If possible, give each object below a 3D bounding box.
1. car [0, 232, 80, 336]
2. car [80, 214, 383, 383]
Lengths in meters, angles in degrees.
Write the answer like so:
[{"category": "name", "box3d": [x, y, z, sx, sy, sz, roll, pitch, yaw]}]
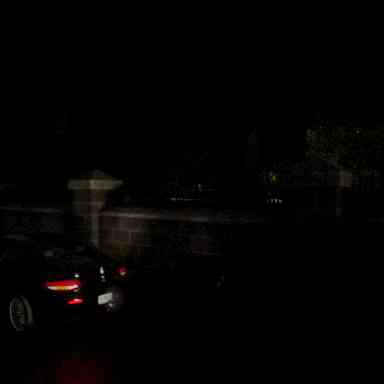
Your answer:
[{"category": "car", "box3d": [-3.263, 1.550, 6.716, 4.674, 1.442, 1.812, 0, 0, 36]}, {"category": "car", "box3d": [1.580, 1.245, 3.224, 5.566, 2.045, 2.150, 0, 0, 36]}]
